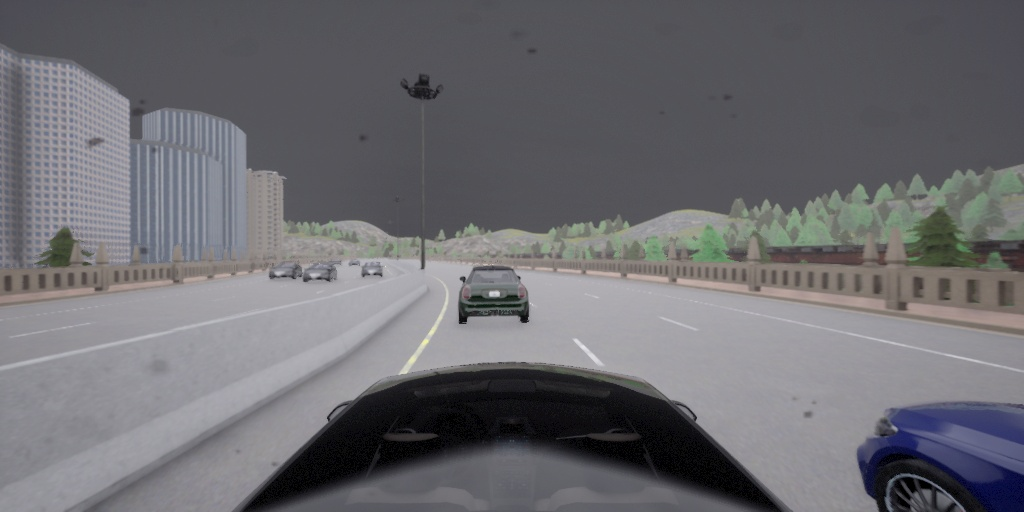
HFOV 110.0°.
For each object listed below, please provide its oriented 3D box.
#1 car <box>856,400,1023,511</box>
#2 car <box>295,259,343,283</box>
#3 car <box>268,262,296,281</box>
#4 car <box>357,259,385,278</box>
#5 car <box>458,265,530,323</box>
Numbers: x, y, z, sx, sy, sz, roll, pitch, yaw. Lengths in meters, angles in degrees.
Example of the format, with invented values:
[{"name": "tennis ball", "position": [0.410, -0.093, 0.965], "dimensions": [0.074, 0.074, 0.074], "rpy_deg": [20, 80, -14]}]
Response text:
[{"name": "car", "position": [3.454, 1.263, 0.652], "dimensions": [1.812, 1.442, 4.674], "rpy_deg": [0, 0, 0]}, {"name": "car", "position": [-14.897, 1.272, 28.064], "dimensions": [2.128, 1.511, 4.902], "rpy_deg": [0, 0, -18]}, {"name": "car", "position": [-19.670, 1.288, 31.367], "dimensions": [2.128, 1.511, 4.902], "rpy_deg": [0, 0, -20]}, {"name": "car", "position": [-13.133, 1.258, 33.869], "dimensions": [2.128, 1.511, 4.902], "rpy_deg": [0, 0, -20]}, {"name": "car", "position": [-0.712, 1.093, 12.278], "dimensions": [2.097, 1.767, 4.553], "rpy_deg": [0, 0, -6]}]
